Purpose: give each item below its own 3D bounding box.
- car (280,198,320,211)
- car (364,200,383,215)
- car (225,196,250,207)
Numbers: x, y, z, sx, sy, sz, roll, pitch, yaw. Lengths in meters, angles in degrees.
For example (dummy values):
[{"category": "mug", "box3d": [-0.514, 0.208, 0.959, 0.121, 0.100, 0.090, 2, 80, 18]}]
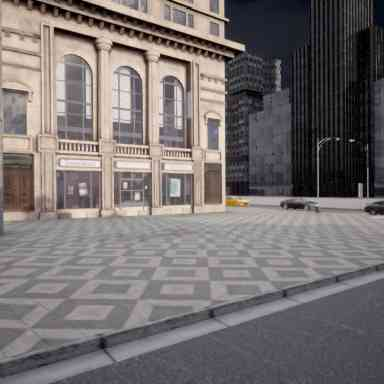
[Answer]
[{"category": "car", "box3d": [12.460, 1.416, 38.513, 2.128, 1.511, 4.902, -1, 0, -34]}, {"category": "car", "box3d": [18.133, 1.478, 30.169, 1.812, 1.442, 4.674, -1, 0, -34]}, {"category": "car", "box3d": [6.159, 1.370, 47.834, 1.882, 1.535, 5.008, -1, 1, -34]}]
